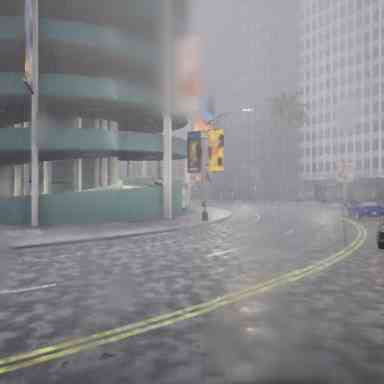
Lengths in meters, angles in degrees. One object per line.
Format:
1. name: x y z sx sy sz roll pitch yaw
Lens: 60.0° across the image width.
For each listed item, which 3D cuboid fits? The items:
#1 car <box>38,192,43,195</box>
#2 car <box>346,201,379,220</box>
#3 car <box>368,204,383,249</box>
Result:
1. car: -25.840 1.023 57.717 2.435 2.045 5.566 0 0 -36
2. car: 14.608 1.482 28.242 1.882 1.535 5.008 0 0 11
3. car: 8.827 1.492 13.783 2.128 1.511 4.902 0 0 33
